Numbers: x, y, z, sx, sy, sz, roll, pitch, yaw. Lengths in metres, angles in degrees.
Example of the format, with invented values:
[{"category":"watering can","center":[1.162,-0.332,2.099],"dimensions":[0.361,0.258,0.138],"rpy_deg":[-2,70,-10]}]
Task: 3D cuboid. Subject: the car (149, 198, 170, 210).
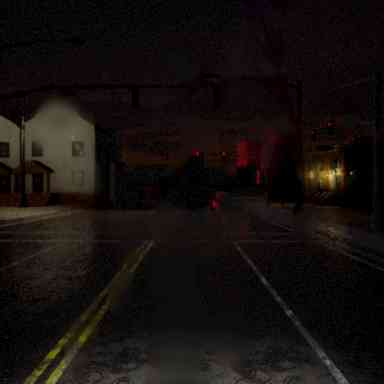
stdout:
[{"category":"car","center":[-3.488,1.407,36.831],"dimensions":[1.812,1.442,4.674],"rpy_deg":[0,-5,0]}]
